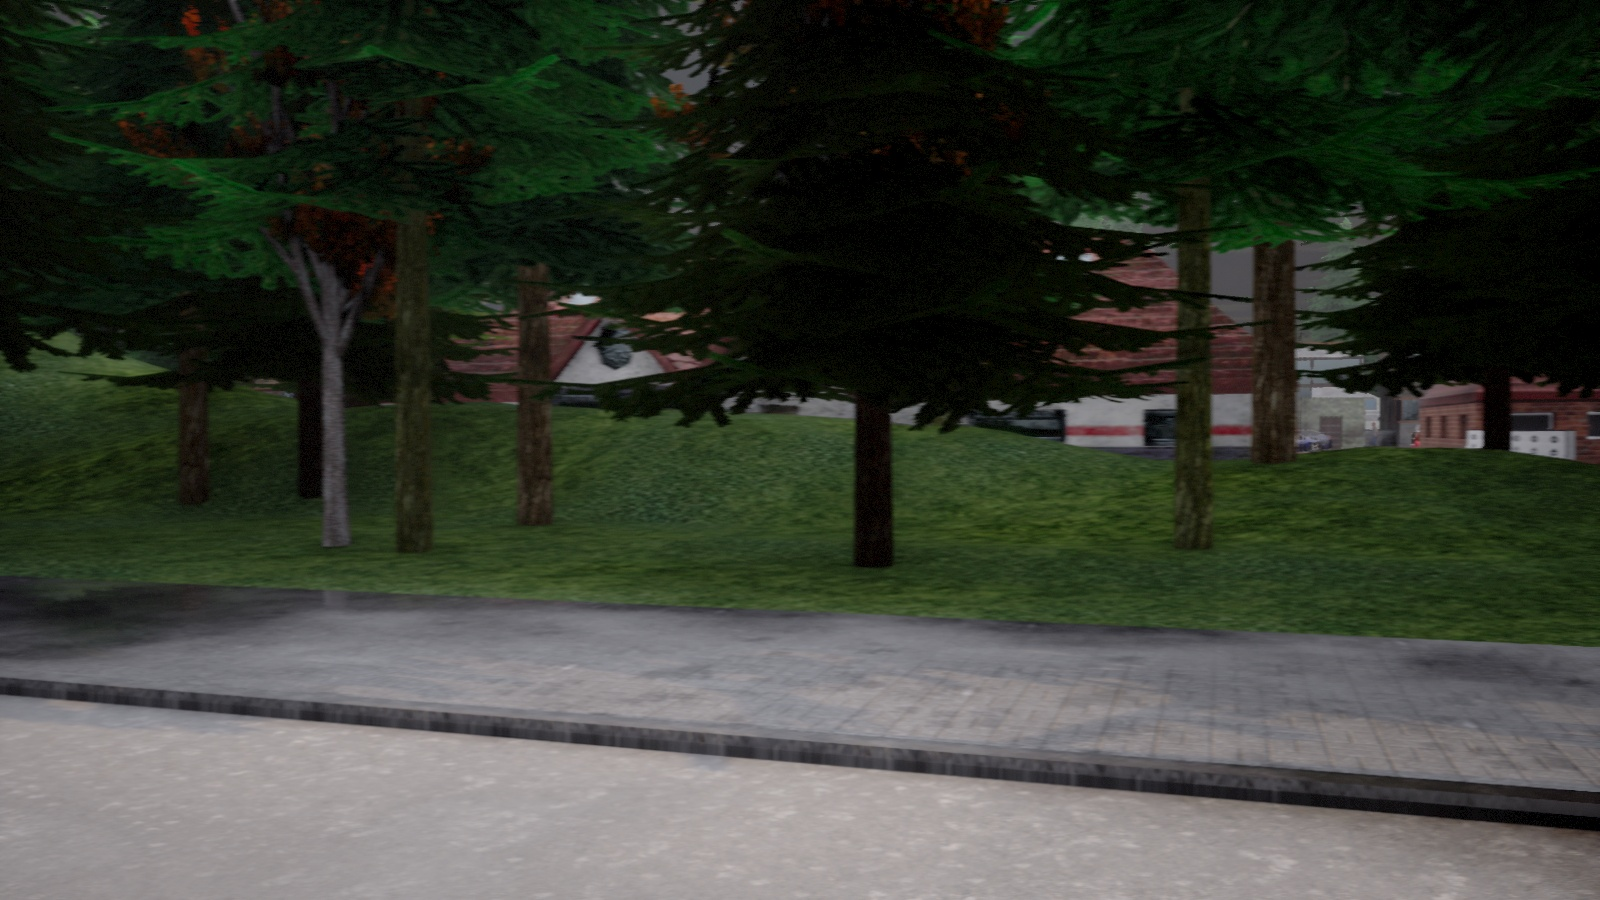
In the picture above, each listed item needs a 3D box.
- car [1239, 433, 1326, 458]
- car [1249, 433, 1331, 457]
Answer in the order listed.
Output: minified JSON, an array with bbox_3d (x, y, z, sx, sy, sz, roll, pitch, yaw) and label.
[{"bbox_3d":[29.267,-0.286,76.346,4.792,1.488,2.163,1,1,19],"label":"car"},{"bbox_3d":[31.141,-0.336,79.935,4.792,1.488,2.163,1,1,19],"label":"car"}]
